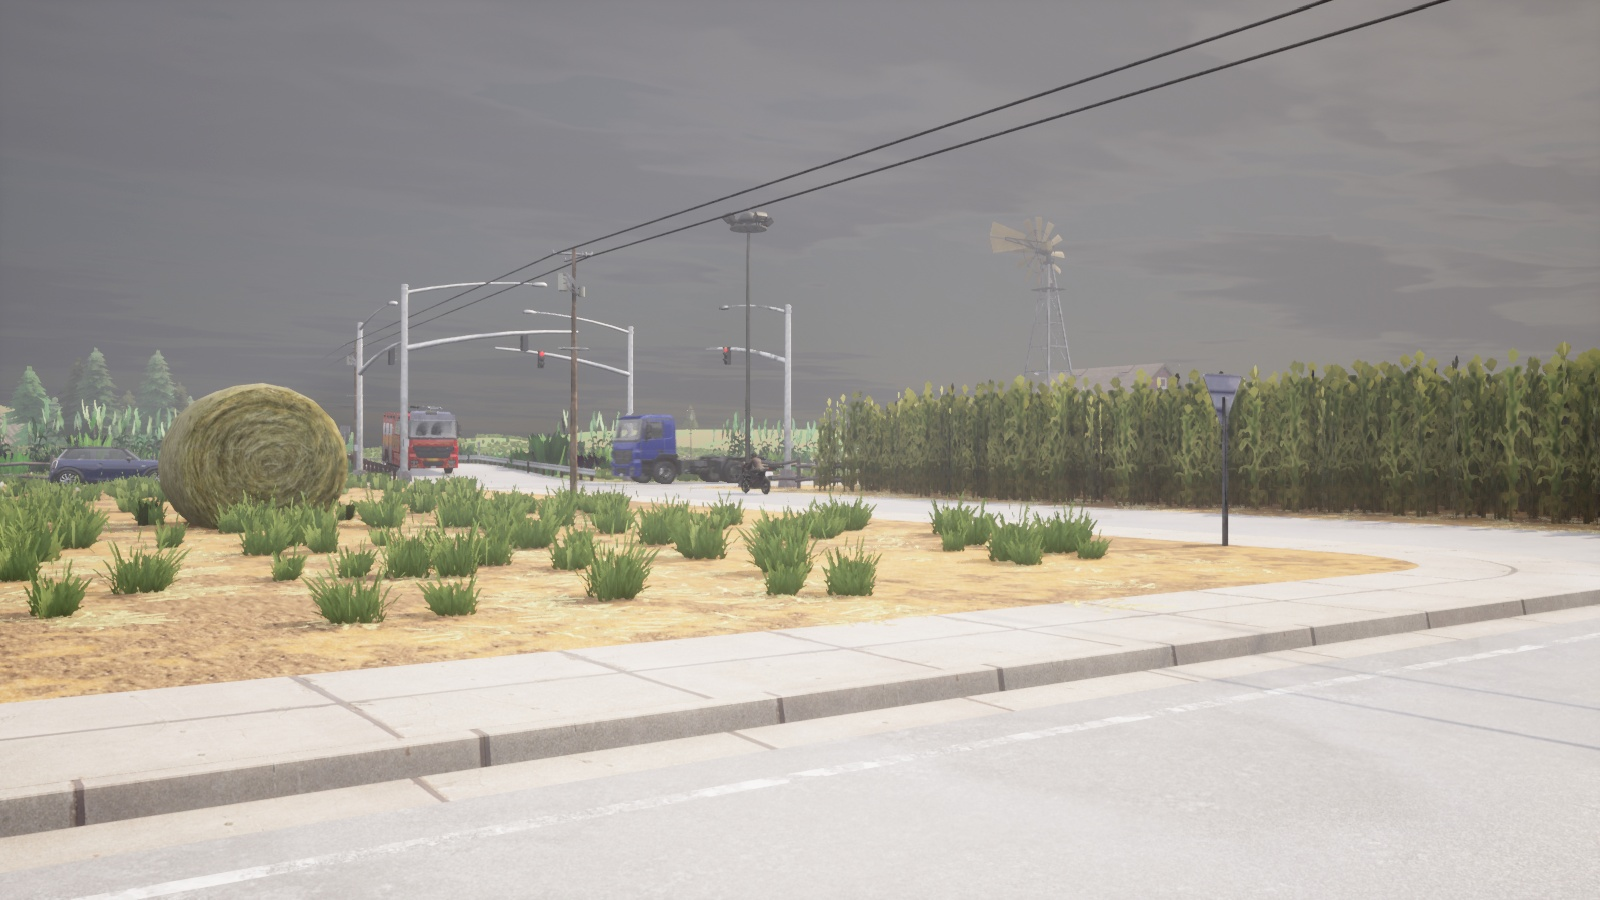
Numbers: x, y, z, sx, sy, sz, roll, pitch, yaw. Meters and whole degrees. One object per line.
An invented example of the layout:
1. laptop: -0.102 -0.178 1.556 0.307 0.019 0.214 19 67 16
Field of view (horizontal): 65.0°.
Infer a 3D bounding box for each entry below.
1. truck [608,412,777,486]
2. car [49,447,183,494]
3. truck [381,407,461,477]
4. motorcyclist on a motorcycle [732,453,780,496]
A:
1. truck: -5.246 -0.047 62.213 7.936 3.462 2.891 0 0 -33
2. car: -26.926 0.773 49.439 4.553 1.767 2.097 0 0 -31
3. truck: -22.412 -0.567 73.935 2.891 3.827 8.468 0 2 -28
4. motorcyclist on a motorcycle: -1.622 0.870 45.993 0.797 1.523 2.044 0 0 -34
